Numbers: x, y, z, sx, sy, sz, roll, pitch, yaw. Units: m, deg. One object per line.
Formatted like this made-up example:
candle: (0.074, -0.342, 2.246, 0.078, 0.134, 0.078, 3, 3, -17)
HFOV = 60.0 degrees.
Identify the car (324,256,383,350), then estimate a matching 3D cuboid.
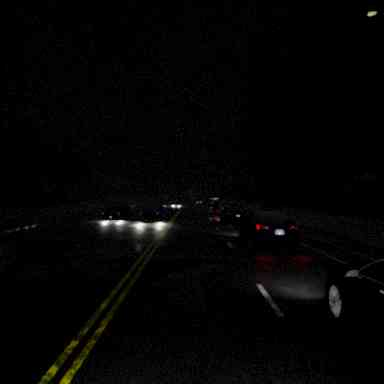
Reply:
car: (3.351, 1.508, 4.241, 1.837, 1.490, 4.892, 0, 0, 0)

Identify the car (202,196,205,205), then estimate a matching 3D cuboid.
car: (3.244, 1.857, 58.665, 1.837, 1.490, 4.892, 0, -1, 0)

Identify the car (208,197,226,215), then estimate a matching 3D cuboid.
car: (3.247, 1.658, 36.650, 2.128, 1.511, 4.902, 0, 0, 0)

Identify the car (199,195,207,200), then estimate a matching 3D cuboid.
car: (3.243, 1.692, 69.706, 2.150, 2.045, 5.566, 0, -1, 0)

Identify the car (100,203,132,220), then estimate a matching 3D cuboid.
car: (-6.603, 1.668, 29.666, 2.033, 1.411, 5.357, 0, 0, 0)

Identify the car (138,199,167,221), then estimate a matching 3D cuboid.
car: (-3.351, 1.590, 28.261, 1.882, 1.535, 5.008, 0, 0, 0)

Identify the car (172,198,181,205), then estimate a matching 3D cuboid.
car: (-3.256, 1.973, 69.671, 2.128, 1.511, 4.902, 0, -1, 0)

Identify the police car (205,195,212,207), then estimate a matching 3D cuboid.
police car: (3.245, 1.677, 47.768, 1.930, 1.638, 5.238, 0, -1, 0)

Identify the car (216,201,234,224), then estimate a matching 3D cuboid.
car: (3.248, 1.661, 25.643, 1.994, 1.385, 4.181, 0, 0, 0)

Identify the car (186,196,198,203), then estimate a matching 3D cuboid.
car: (-0.007, 1.899, 78.621, 1.812, 1.442, 4.674, 0, -1, 0)

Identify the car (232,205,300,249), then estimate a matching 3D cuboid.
car: (3.249, 1.543, 14.667, 2.163, 1.488, 4.792, 0, 0, 0)
